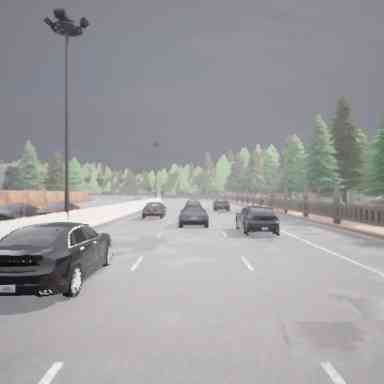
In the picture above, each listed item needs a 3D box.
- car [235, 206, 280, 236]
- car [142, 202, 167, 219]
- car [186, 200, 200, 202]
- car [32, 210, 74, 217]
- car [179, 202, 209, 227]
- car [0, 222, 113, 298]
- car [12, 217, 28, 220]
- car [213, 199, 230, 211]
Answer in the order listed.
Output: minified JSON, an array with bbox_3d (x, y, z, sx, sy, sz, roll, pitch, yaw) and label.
[{"bbox_3d":[3.612,1.548,18.865,1.837,1.490,4.892,0,0,0],"label":"car"},{"bbox_3d":[-3.381,1.614,30.242,2.033,1.411,5.357,0,0,0],"label":"car"},{"bbox_3d":[0.127,1.655,41.447,1.994,1.385,4.181,0,0,0],"label":"car"},{"bbox_3d":[-10.580,1.536,26.472,1.882,1.535,5.008,0,0,0],"label":"car"},{"bbox_3d":[0.114,1.615,23.131,1.994,1.385,4.181,0,0,0],"label":"car"},{"bbox_3d":[-3.394,1.525,8.557,1.837,1.490,4.892,0,0,0],"label":"car"},{"bbox_3d":[-14.081,1.606,26.709,2.033,1.411,5.357,0,0,0],"label":"car"},{"bbox_3d":[3.627,1.583,41.669,2.128,1.511,4.902,0,0,0],"label":"car"}]
